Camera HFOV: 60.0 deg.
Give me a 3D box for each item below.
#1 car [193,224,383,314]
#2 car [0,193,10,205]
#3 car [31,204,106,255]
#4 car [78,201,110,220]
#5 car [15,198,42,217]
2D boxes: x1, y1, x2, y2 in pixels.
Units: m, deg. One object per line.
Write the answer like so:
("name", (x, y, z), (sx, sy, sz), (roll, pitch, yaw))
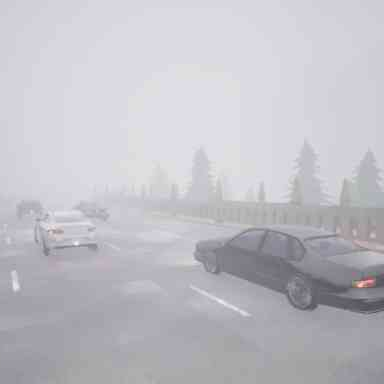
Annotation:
("car", (2.080, 1.478, 7.737), (2.033, 1.411, 5.357), (0, 1, -30))
("car", (-27.678, 0.993, 47.898), (2.097, 1.767, 4.553), (0, 1, -19))
("car", (-4.970, 1.424, 12.964), (1.812, 1.442, 4.674), (0, 1, -30))
("car", (-7.605, 1.357, 24.564), (2.033, 1.411, 5.357), (0, 1, -30))
("car", (-14.038, 1.290, 28.711), (1.837, 1.490, 4.892), (0, 0, -30))
